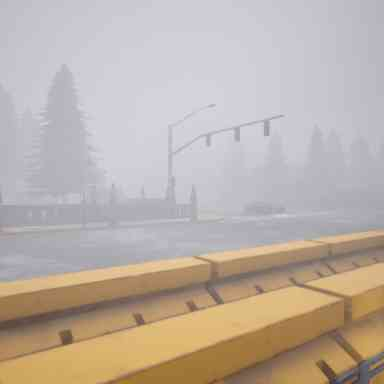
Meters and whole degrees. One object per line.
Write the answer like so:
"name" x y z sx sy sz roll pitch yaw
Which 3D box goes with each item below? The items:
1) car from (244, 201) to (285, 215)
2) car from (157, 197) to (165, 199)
"car" 7.316 1.564 33.771 1.994 1.385 4.181 0 0 -37
"car" -4.192 1.526 49.733 1.812 1.442 4.674 0 0 -36
